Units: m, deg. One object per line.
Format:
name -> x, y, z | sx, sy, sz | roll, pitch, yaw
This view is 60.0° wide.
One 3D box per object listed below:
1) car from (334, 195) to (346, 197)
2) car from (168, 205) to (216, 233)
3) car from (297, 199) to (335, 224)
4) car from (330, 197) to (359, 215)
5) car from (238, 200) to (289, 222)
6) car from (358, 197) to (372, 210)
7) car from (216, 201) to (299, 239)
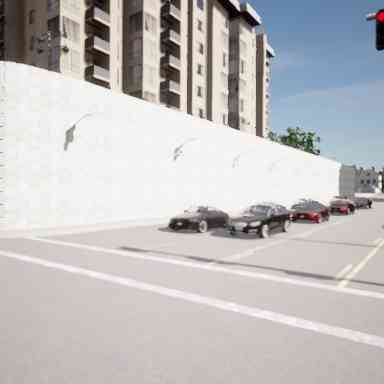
car -> 20.863, 1.261, 47.238 | 2.097, 1.767, 4.553 | 1, 0, 36
car -> 0.490, 1.474, 19.029 | 1.994, 1.385, 4.181 | 1, 0, 35
car -> 8.785, 1.504, 24.580 | 1.994, 1.385, 4.181 | 1, 0, 36
car -> 14.617, 1.504, 32.686 | 1.994, 1.385, 4.181 | 1, 0, 36
car -> 5.818, 1.457, 26.457 | 2.033, 1.411, 5.357 | 1, 0, 36
car -> 21.697, 1.447, 42.460 | 1.837, 1.490, 4.892 | 1, 0, 36
car -> 3.588, 1.431, 17.353 | 2.128, 1.511, 4.902 | 1, 0, 36
